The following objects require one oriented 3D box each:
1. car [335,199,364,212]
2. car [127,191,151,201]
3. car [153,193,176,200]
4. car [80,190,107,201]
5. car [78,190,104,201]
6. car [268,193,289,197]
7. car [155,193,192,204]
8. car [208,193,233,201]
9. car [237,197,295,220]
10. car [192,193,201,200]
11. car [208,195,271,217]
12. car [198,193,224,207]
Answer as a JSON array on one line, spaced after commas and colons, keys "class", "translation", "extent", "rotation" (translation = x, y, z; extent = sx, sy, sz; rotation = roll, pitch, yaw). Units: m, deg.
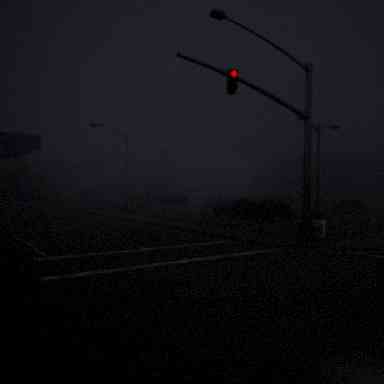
[{"class": "car", "translation": [19.173, 1.645, 40.445], "extent": [3.806, 1.475, 1.970], "rotation": [1, 0, -37]}, {"class": "car", "translation": [-9.801, 0.726, 61.676], "extent": [4.605, 1.855, 1.932], "rotation": [1, 0, -37]}, {"class": "car", "translation": [-6.033, 0.969, 73.260], "extent": [4.514, 1.523, 2.007], "rotation": [1, 0, -37]}, {"class": "car", "translation": [-16.534, 0.871, 56.518], "extent": [3.806, 1.475, 1.970], "rotation": [1, 0, -37]}, {"class": "car", "translation": [-18.053, 0.548, 59.534], "extent": [3.866, 1.878, 1.905], "rotation": [1, 0, -37]}, {"class": "car", "translation": [15.760, 1.243, 57.441], "extent": [4.605, 1.855, 1.932], "rotation": [1, 0, -37]}, {"class": "car", "translation": [-2.839, 1.093, 51.328], "extent": [4.514, 1.523, 2.007], "rotation": [1, 0, -37]}, {"class": "car", "translation": [5.936, 1.071, 69.693], "extent": [5.027, 1.636, 2.152], "rotation": [1, 0, -37]}, {"class": "car", "translation": [6.163, 1.381, 26.804], "extent": [4.514, 1.523, 2.007], "rotation": [1, 0, -37]}, {"class": "car", "translation": [1.796, 1.054, 74.607], "extent": [3.806, 1.475, 1.970], "rotation": [1, 0, -37]}, {"class": "car", "translation": [4.225, 1.326, 29.270], "extent": [5.027, 1.636, 2.152], "rotation": [1, 0, -37]}, {"class": "car", "translation": [3.171, 1.256, 43.345], "extent": [3.633, 1.501, 1.845], "rotation": [1, 0, -37]}]
